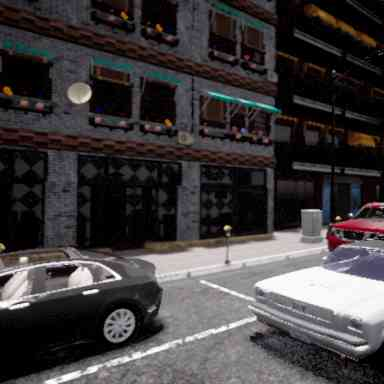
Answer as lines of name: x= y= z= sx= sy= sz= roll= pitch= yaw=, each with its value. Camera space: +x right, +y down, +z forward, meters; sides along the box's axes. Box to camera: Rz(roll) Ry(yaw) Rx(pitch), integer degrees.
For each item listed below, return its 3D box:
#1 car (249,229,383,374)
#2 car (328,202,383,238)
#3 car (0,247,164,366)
car: x=3.204 y=1.584 z=5.664 sx=4.718 sy=1.301 sz=1.895 roll=0 pitch=0 yaw=-35
car: x=6.761 y=1.281 z=11.322 sx=5.009 sy=1.841 sz=2.192 roll=0 pitch=1 yaw=-35
car: x=-2.516 y=1.550 z=4.708 sx=4.403 sy=1.369 sz=2.008 roll=0 pitch=1 yaw=-35
